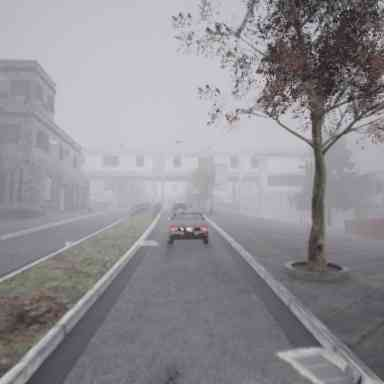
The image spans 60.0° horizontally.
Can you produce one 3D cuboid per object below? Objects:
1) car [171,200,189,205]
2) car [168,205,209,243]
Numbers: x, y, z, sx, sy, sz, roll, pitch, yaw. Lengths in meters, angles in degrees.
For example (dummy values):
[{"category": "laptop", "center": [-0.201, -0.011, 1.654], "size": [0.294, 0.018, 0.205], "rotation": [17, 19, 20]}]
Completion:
[{"category": "car", "center": [-1.437, 1.726, 39.640], "size": [1.837, 1.490, 4.892], "rotation": [0, -1, -3]}, {"category": "car", "center": [-0.206, 1.591, 16.192], "size": [2.033, 1.411, 5.357], "rotation": [0, 0, -2]}]
